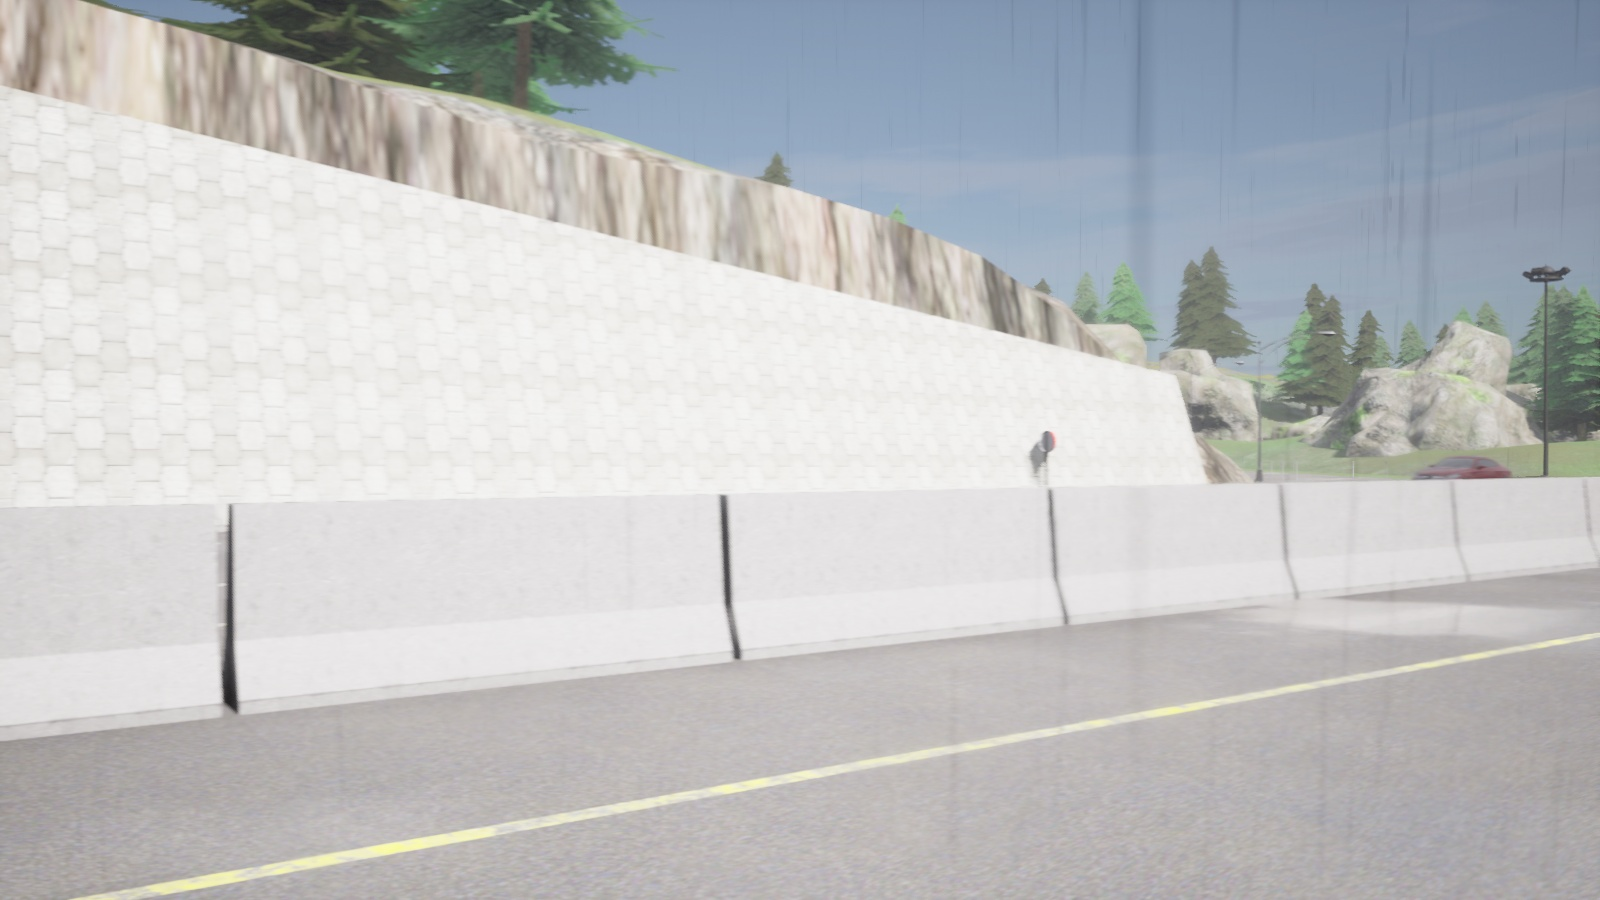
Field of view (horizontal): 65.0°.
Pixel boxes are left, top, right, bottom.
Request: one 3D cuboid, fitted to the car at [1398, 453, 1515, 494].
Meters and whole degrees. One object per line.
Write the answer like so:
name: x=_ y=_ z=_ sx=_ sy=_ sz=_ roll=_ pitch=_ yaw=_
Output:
car: x=24.079 y=0.835 z=46.004 sx=4.674 sy=1.442 sz=1.812 roll=0 pitch=0 yaw=-35
